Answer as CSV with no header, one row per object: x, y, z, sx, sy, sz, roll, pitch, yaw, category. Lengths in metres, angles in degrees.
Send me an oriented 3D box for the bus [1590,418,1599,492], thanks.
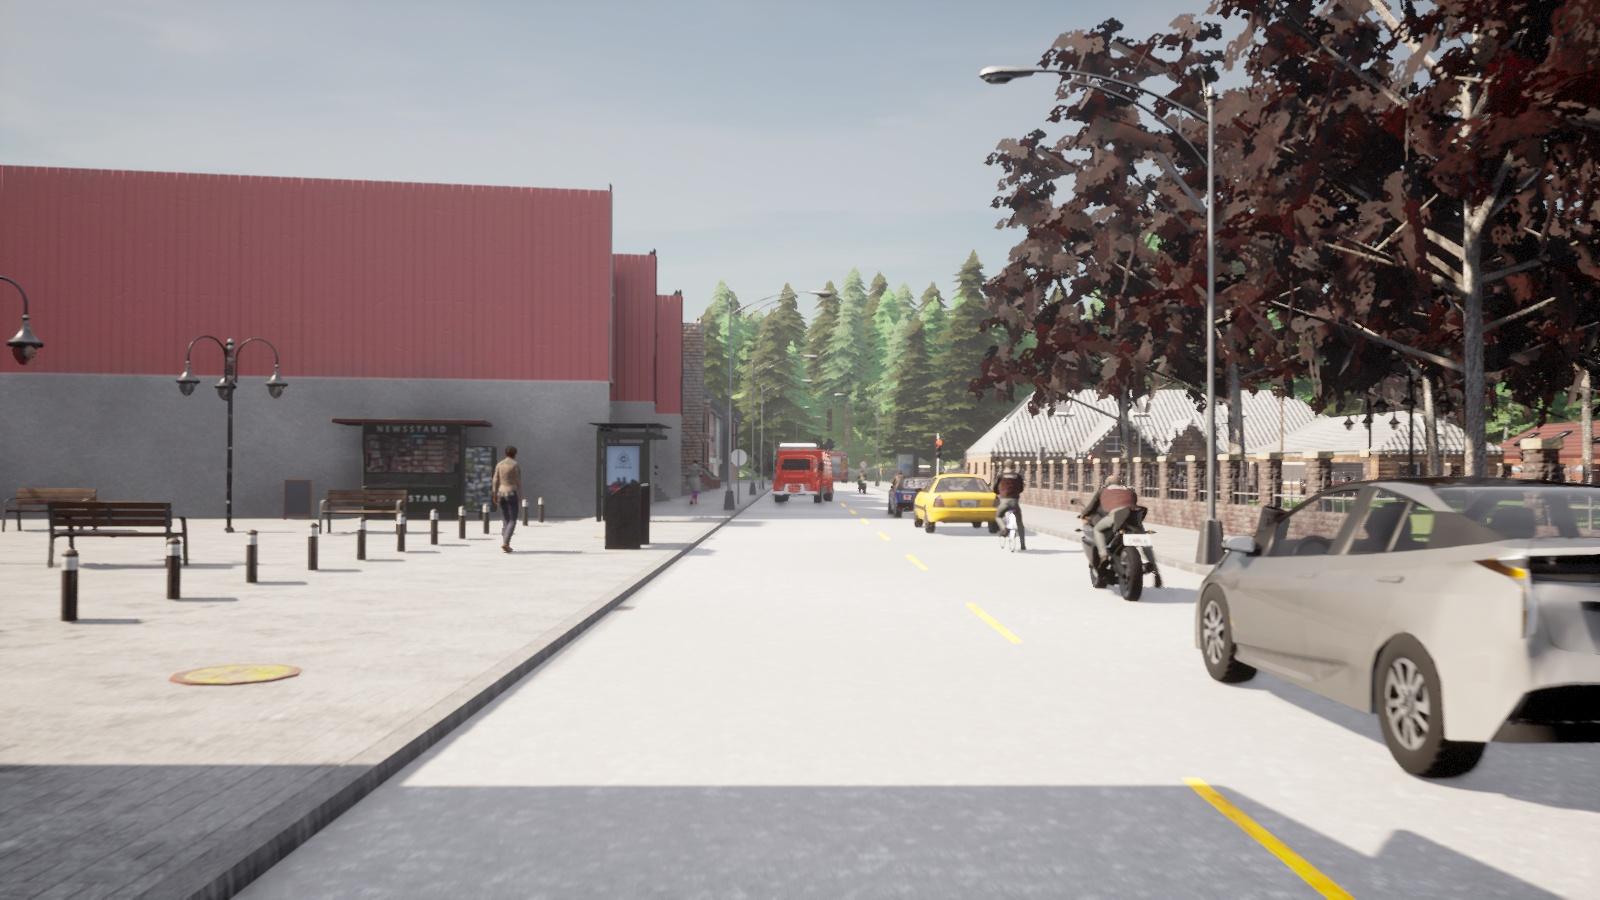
50.431,0.282,69.840,3.944,4.253,10.273,2,-2,-43,bus

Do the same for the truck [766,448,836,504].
0.113,1.204,58.629,2.627,2.467,5.204,0,-1,8,truck

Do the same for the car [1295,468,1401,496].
29.888,1.722,68.601,4.792,1.488,2.163,0,-1,-2,car

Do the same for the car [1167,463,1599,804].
3.981,0.860,7.891,2.007,1.525,4.514,0,-1,0,car

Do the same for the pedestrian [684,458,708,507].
-4.223,1.301,50.829,0.659,1.952,0.873,-1,-1,20,pedestrian

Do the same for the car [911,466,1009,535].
3.953,1.213,31.817,1.801,1.575,5.366,0,-1,0,car

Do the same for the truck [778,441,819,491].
-0.114,1.203,91.422,2.891,3.462,7.936,0,-1,0,truck

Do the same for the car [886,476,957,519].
3.944,1.519,41.441,1.895,1.301,4.718,0,-1,0,car

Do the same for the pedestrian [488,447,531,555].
-4.969,0.865,21.536,0.328,1.805,0.869,0,-1,17,pedestrian

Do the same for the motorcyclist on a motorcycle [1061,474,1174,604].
3.970,1.070,15.899,0.866,1.530,2.191,0,-1,0,motorcyclist on a motorcycle

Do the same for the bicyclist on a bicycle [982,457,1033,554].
3.961,1.027,24.047,0.659,1.776,1.843,0,-1,0,bicyclist on a bicycle
